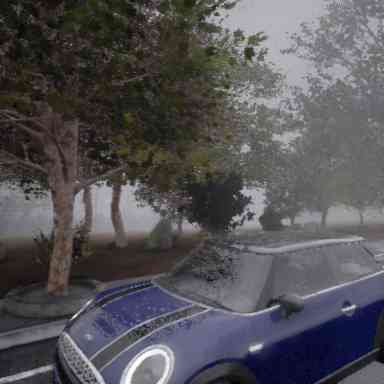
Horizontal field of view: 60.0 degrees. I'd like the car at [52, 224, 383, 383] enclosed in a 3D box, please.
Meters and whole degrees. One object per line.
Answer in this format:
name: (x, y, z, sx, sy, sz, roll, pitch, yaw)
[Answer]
car: (0.735, 1.360, 4.207, 4.553, 1.767, 2.097, 0, 0, -35)
